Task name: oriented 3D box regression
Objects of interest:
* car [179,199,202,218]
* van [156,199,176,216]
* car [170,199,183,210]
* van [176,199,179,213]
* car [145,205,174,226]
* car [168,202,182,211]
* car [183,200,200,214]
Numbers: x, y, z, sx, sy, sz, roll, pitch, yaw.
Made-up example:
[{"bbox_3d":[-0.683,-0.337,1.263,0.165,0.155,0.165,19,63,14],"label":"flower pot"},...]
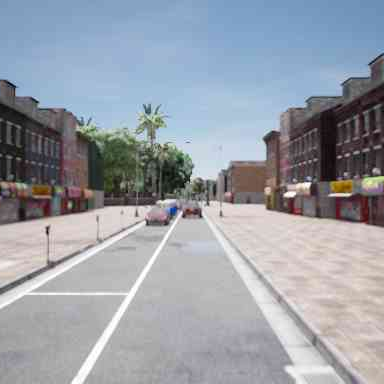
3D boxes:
[{"bbox_3d":[0.027,1.828,35.778,2.097,1.767,4.553,0,-1,0],"label":"car"},{"bbox_3d":[-2.697,1.766,32.139,1.690,1.788,3.998,0,-1,0],"label":"van"},{"bbox_3d":[-2.750,2.129,59.457,2.192,1.841,5.009,0,-1,0],"label":"car"},{"bbox_3d":[-2.707,1.843,37.602,1.690,1.788,3.998,0,-1,0],"label":"van"},{"bbox_3d":[-2.686,1.930,26.671,1.802,1.307,4.206,0,-1,0],"label":"car"},{"bbox_3d":[-2.738,2.284,53.990,2.008,1.369,4.403,0,-1,0],"label":"car"},{"bbox_3d":[-0.048,1.964,45.492,2.097,1.767,4.553,0,-1,0],"label":"car"}]
